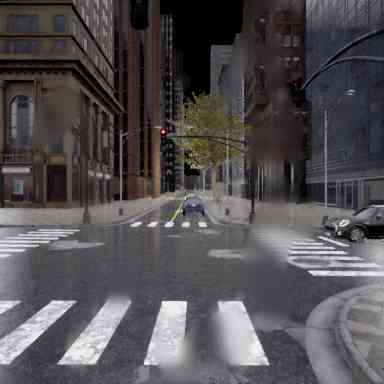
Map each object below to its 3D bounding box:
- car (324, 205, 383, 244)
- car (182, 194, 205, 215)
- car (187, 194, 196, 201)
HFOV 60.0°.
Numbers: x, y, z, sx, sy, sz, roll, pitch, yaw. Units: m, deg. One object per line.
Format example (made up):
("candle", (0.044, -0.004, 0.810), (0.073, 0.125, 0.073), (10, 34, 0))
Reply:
("car", (8.701, 1.412, 15.696), (4.553, 1.767, 2.097), (0, 0, 0))
("car", (0.126, 1.259, 33.317), (2.097, 1.767, 4.553), (0, 0, -1))
("car", (-0.056, 1.109, 70.734), (1.812, 1.442, 4.674), (0, 1, 0))
